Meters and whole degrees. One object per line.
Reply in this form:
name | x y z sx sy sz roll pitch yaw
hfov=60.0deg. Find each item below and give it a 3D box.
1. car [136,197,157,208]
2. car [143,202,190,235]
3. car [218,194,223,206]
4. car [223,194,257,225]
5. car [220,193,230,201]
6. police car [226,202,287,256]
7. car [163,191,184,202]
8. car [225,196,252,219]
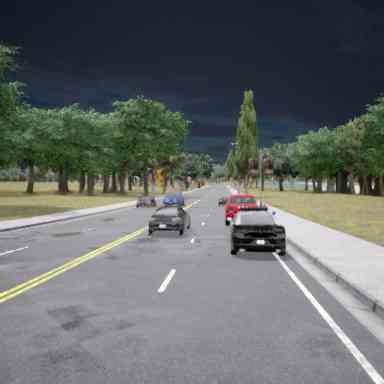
car | -5.697 1.304 41.922 1.994 1.385 4.181 0 1 5
car | -1.195 1.497 18.476 1.812 1.442 4.674 0 0 5
car | 4.728 1.222 47.474 1.895 1.301 4.718 0 1 6
car | 3.392 1.176 23.152 2.150 2.045 5.566 0 0 5
car | 6.194 0.936 62.952 1.895 1.301 4.718 0 1 5
police car | 2.455 1.406 13.280 1.930 1.638 5.238 0 0 5
car | -2.316 0.934 43.166 2.150 2.045 5.566 0 1 5
car | 3.953 1.258 29.063 2.097 1.767 4.553 0 1 5
